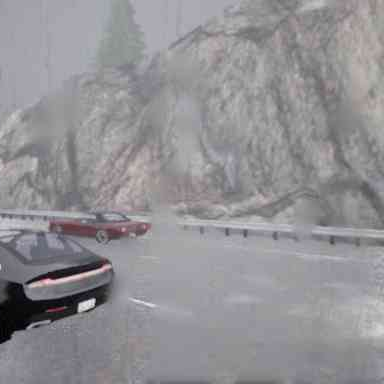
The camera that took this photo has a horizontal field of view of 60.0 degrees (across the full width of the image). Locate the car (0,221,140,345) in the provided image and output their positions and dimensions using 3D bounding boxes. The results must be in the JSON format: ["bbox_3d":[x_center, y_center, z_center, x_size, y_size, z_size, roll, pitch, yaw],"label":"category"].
[{"bbox_3d":[-3.587,1.454,6.264,4.902,1.511,2.128,0,0,33],"label":"car"}]

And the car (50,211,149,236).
[{"bbox_3d":[-4.349,1.522,15.066,4.718,1.301,1.895,0,0,32],"label":"car"}]
